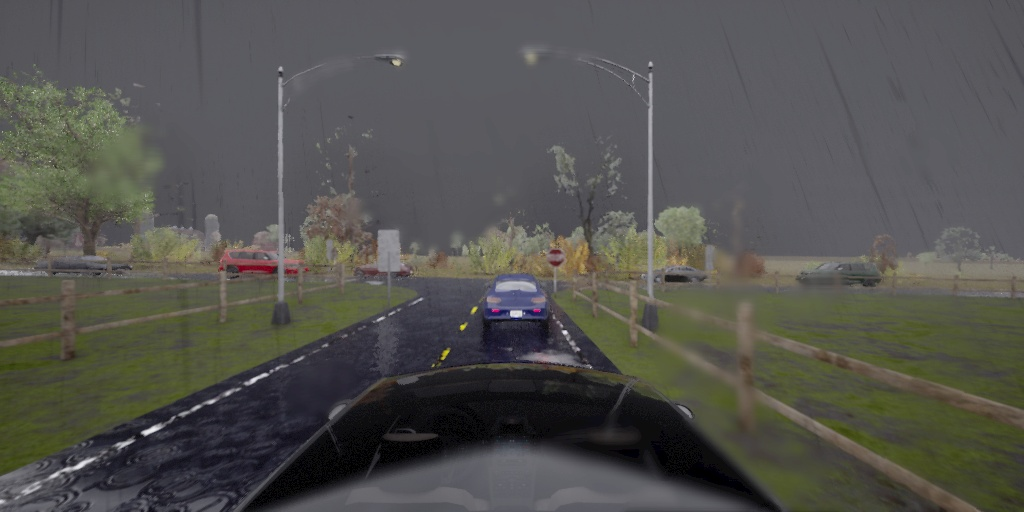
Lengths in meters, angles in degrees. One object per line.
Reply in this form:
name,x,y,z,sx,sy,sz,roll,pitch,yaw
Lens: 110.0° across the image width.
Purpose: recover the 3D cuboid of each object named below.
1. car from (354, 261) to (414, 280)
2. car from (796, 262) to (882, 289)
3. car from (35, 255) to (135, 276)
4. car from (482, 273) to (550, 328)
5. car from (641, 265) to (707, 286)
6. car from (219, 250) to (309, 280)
car,-10.090,1.030,28.280,4.674,1.442,1.812,1,0,11
car,25.898,1.487,28.470,5.566,2.045,2.150,0,1,0
car,-30.413,0.648,25.573,5.357,1.411,2.033,1,1,0
car,0.104,1.260,11.207,1.812,1.442,4.674,0,0,0
car,12.797,1.483,28.485,4.902,1.511,2.128,1,1,0
car,-17.600,0.602,25.553,5.566,2.045,2.150,1,1,0
